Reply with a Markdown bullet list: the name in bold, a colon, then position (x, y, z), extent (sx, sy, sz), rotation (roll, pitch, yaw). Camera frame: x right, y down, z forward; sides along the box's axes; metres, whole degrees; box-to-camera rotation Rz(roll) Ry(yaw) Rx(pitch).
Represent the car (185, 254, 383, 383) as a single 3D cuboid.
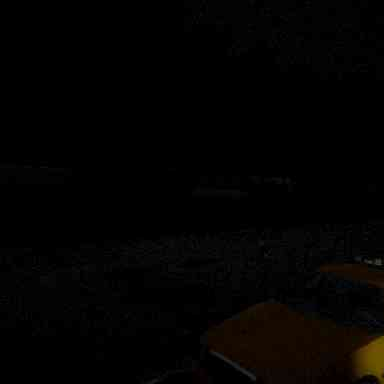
- **car**: position (2.192, 1.567, 4.369), extent (4.829, 1.417, 1.752), rotation (1, 0, -35)
